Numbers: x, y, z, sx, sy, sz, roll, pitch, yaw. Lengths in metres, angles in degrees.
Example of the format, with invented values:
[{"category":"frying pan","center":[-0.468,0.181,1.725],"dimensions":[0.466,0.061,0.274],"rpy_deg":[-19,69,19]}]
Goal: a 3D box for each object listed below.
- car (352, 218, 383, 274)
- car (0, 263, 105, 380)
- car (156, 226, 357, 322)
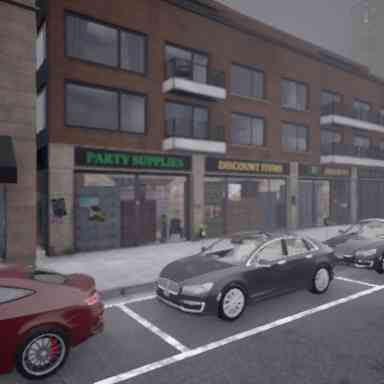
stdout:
[{"category":"car","center":[5.825,1.529,10.340],"dimensions":[4.403,1.369,2.008],"rpy_deg":[0,0,-35]},{"category":"car","center":[-3.162,1.583,3.932],"dimensions":[4.206,1.307,1.802],"rpy_deg":[0,0,-35]},{"category":"car","center":[1.331,1.540,7.136],"dimensions":[4.403,1.369,2.008],"rpy_deg":[0,0,-35]}]
